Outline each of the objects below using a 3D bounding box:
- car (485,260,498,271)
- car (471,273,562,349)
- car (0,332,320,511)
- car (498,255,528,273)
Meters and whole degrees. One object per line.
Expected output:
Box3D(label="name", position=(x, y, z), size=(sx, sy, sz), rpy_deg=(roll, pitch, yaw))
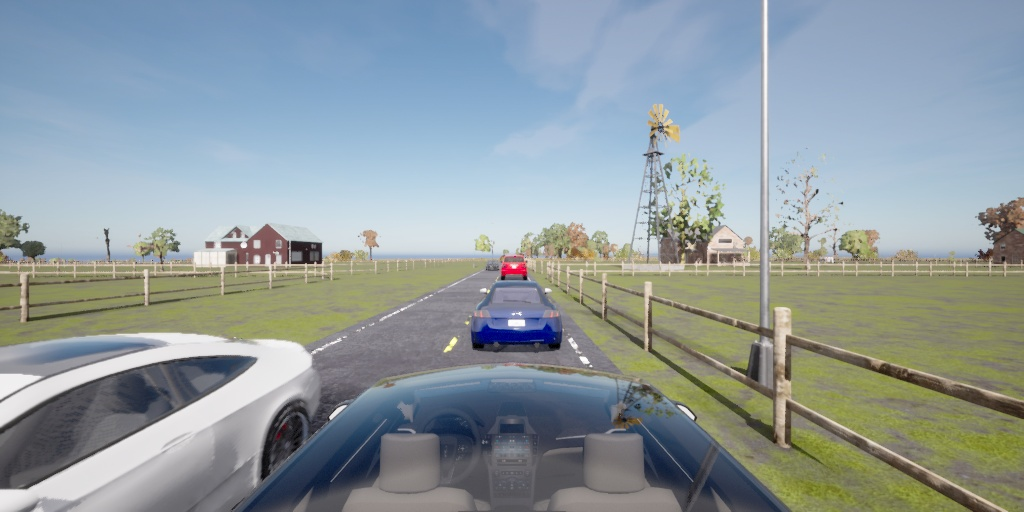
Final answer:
Box3D(label="car", position=(-2.622, 1.252, 49.161), size=(1.837, 1.490, 4.892), rpy_deg=(0, 0, 0))
Box3D(label="car", position=(0.100, 1.313, 9.195), size=(1.994, 1.385, 4.181), rpy_deg=(0, 0, 0))
Box3D(label="car", position=(-2.836, 1.275, 1.845), size=(1.812, 1.442, 4.674), rpy_deg=(0, 0, 0))
Box3D(label="car", position=(0.176, 0.966, 30.720), size=(2.150, 2.045, 5.566), rpy_deg=(0, 0, 0))
